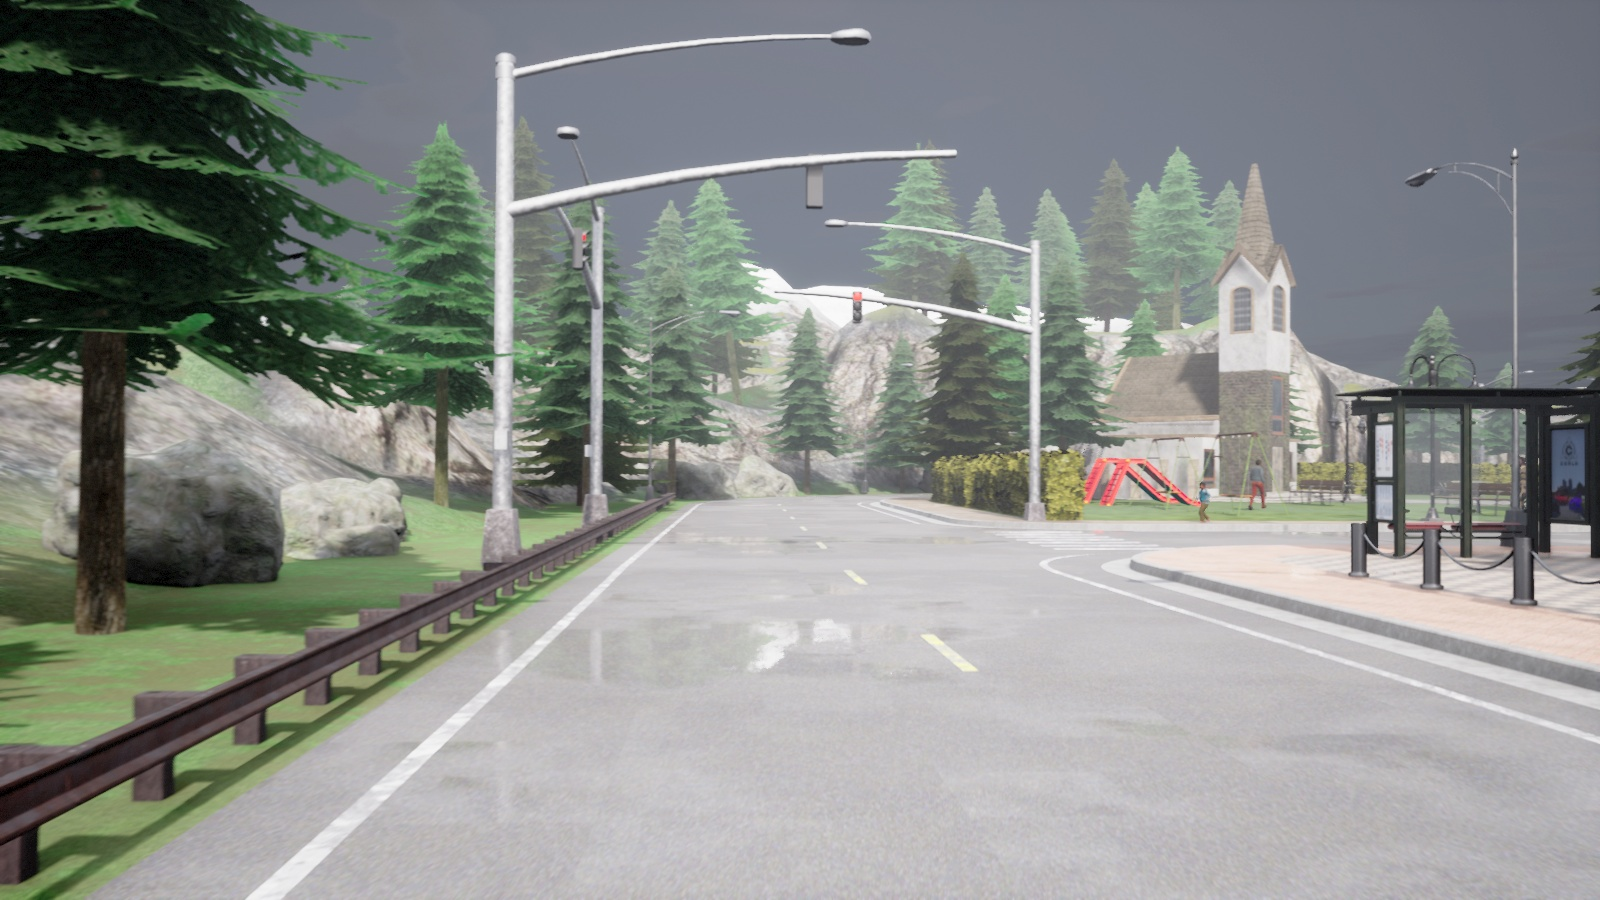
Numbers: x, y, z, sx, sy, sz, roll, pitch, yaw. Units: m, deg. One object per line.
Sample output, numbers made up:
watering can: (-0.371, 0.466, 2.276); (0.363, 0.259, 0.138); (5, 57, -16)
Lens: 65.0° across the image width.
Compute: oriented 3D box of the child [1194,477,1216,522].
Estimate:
child: (10.776, 1.307, 33.399); (0.448, 1.192, 0.343); (0, -1, -6)

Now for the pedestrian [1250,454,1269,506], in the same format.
pedestrian: (16.358, 1.074, 44.666); (0.614, 1.847, 0.353); (0, -1, -39)
